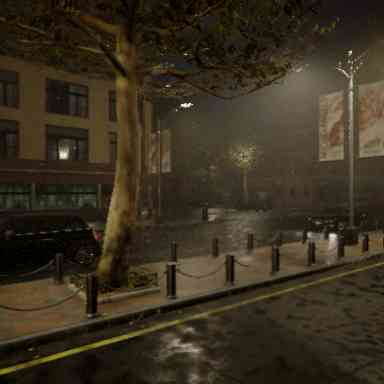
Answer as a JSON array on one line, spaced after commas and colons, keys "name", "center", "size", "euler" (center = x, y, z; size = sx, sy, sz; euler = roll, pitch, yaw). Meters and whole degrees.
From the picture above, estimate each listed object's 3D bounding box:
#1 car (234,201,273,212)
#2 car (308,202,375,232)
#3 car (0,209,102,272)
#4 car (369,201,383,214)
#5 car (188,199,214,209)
[{"name": "car", "center": [7.931, 1.829, 43.209], "size": [2.033, 1.411, 5.357], "euler": [0, -1, -39]}, {"name": "car", "center": [9.358, 1.621, 21.170], "size": [4.892, 1.490, 1.837], "euler": [0, 0, -37]}, {"name": "car", "center": [-5.204, 1.450, 10.099], "size": [4.553, 1.767, 2.097], "euler": [0, -1, -37]}, {"name": "car", "center": [19.855, 1.732, 36.490], "size": [5.357, 1.411, 2.033], "euler": [0, 0, -9]}, {"name": "car", "center": [1.324, 1.876, 51.714], "size": [1.837, 1.490, 4.892], "euler": [0, 0, -38]}]
